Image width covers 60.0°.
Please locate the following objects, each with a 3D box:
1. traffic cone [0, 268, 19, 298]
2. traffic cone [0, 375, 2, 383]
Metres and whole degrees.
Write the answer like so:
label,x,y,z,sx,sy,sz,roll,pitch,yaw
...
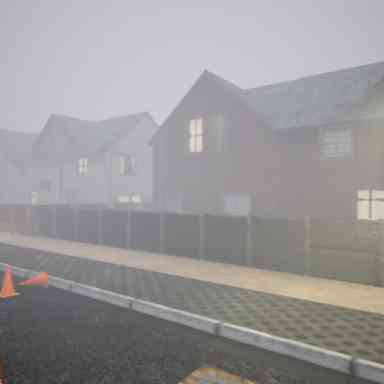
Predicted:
label,x,y,z,sx,sy,sz,roll,pitch,yaw
traffic cone,-4.108,2.005,7.442,0.340,0.580,0.340,0,-1,36
traffic cone,-2.073,1.979,3.459,0.340,0.580,0.340,0,-1,36
